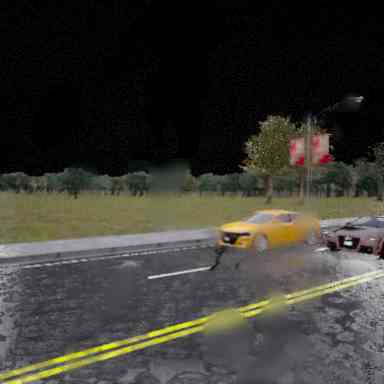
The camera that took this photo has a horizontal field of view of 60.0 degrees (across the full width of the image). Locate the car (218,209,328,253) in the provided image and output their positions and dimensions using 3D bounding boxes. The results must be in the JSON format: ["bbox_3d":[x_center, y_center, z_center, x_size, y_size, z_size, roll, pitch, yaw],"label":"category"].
[{"bbox_3d":[3.355,1.513,14.066,5.008,1.535,1.882,0,0,-36],"label":"car"}]

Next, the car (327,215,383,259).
[{"bbox_3d":[7.048,1.608,12.708,4.181,1.385,1.994,0,0,-36],"label":"car"}]
